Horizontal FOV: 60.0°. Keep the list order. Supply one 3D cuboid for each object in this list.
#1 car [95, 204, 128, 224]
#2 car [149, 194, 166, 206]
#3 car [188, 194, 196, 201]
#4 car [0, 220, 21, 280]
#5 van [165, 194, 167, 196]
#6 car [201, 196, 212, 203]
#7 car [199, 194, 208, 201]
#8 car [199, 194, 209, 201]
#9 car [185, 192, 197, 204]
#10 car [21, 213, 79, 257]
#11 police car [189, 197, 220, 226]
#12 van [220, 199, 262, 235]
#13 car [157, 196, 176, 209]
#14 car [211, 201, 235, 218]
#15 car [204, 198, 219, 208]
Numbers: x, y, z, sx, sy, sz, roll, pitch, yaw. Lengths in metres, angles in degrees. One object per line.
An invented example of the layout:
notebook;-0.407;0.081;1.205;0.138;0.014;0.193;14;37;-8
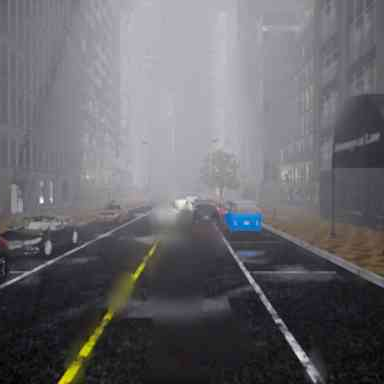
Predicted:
car;-5.687;1.538;24.030;1.802;1.307;4.206;0;0;0
car;-5.682;1.451;52.493;2.008;1.369;4.403;0;0;0
car;0.012;1.223;74.930;1.812;1.442;4.674;0;0;0
car;-5.690;1.429;6.953;1.967;1.590;4.097;0;0;0
van;-5.679;1.211;63.878;1.690;1.788;3.998;0;0;0
car;2.701;1.420;63.873;2.008;1.369;4.403;0;0;0
car;2.704;1.251;80.950;1.967;1.590;4.097;0;0;0
car;2.704;1.271;75.258;1.967;1.590;4.097;0;0;0
car;0.010;1.101;59.961;2.150;2.045;5.566;0;0;0
car;-5.689;1.529;12.646;2.008;1.369;4.403;0;0;0
police car;0.903;1.382;23.463;1.930;1.638;5.238;0;0;0
van;2.693;1.308;18.334;1.690;1.788;3.998;0;0;0
car;-3.086;1.521;43.291;1.895;1.301;4.718;0;0;0
car;2.695;1.527;29.718;1.802;1.307;4.206;0;0;0
car;2.698;1.495;46.796;1.802;1.307;4.206;0;0;0
